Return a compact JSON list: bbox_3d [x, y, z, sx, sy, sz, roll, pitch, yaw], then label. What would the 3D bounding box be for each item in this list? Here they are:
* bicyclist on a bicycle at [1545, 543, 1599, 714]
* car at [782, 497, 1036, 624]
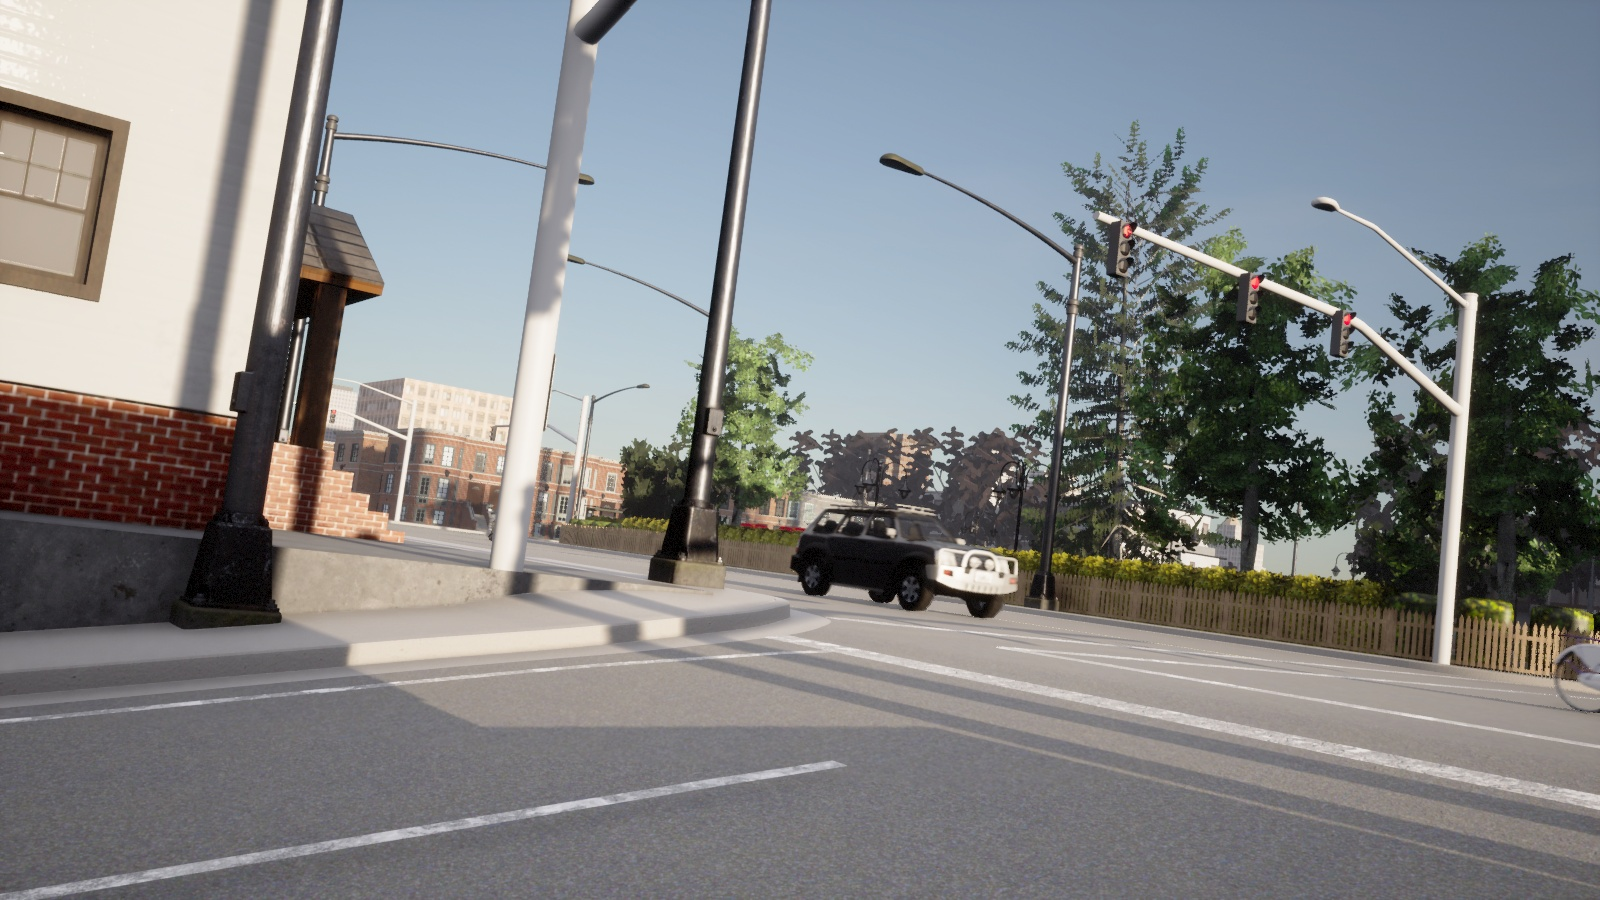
[{"bbox_3d":[8.955,1.930,13.098,0.659,1.776,1.843,10,-7,-35],"label":"bicyclist on a bicycle"},{"bbox_3d":[1.880,1.959,23.066,1.932,1.855,4.605,10,-6,-35],"label":"car"}]
